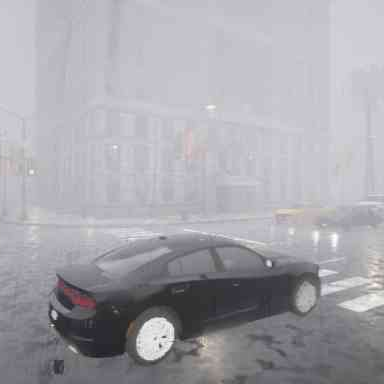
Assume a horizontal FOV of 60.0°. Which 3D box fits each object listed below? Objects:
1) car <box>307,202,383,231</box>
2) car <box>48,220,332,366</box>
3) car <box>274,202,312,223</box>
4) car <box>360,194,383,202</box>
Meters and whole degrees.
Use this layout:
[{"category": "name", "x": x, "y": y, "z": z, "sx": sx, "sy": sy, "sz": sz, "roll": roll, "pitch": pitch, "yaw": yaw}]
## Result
[{"category": "car", "x": 9.953, "y": 1.547, "z": 20.924, "sx": 5.357, "sy": 1.411, "sz": 2.033, "roll": 0, "pitch": 0, "yaw": -34}, {"category": "car", "x": 0.203, "y": 1.493, "z": 5.868, "sx": 5.008, "sy": 1.535, "sz": 1.882, "roll": 0, "pitch": 0, "yaw": -34}, {"category": "car", "x": 8.027, "y": 1.478, "z": 23.842, "sx": 5.008, "sy": 1.535, "sz": 1.882, "roll": 0, "pitch": 0, "yaw": -34}, {"category": "car", "x": 16.513, "y": 1.221, "z": 29.463, "sx": 5.566, "sy": 2.045, "sz": 2.150, "roll": 0, "pitch": 0, "yaw": -33}]
